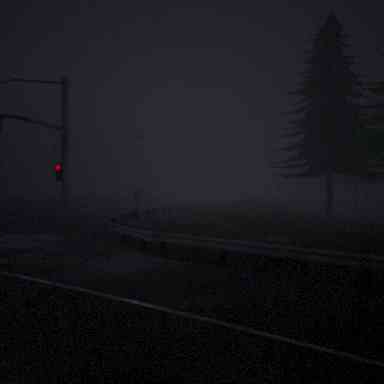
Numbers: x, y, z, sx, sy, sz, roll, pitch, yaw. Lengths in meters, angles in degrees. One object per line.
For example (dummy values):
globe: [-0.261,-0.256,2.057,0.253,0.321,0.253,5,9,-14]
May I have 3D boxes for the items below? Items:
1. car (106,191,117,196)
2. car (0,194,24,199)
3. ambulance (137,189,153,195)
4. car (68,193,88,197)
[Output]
car: [-19.904,0.477,82.447,1.837,1.490,4.892,0,0,4]
car: [-29.517,1.007,53.663,2.128,1.511,4.902,0,0,27]
ambulance: [-10.633,0.505,73.191,2.351,2.431,6.366,0,0,12]
car: [-23.093,0.974,67.538,2.128,1.511,4.902,0,0,20]
